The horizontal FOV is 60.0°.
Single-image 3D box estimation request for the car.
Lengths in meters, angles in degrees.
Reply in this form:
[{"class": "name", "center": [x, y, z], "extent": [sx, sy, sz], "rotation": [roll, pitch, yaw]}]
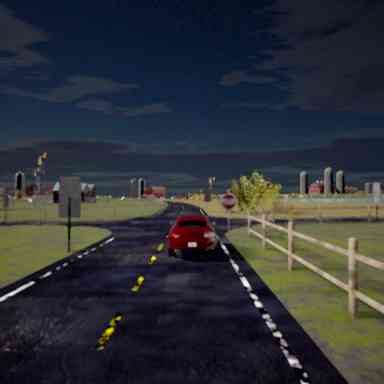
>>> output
[{"class": "car", "center": [0.019, 1.674, 13.756], "extent": [1.812, 1.442, 4.674], "rotation": [0, -1, 0]}]
